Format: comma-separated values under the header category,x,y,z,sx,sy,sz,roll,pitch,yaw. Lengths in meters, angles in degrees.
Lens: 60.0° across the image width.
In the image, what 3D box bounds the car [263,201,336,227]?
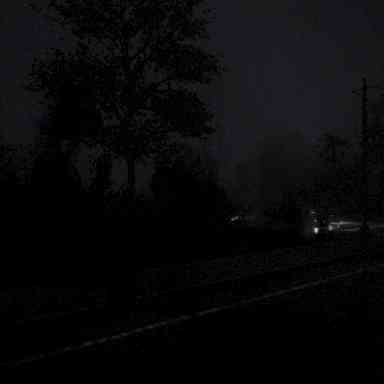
category,x,y,z,sx,sy,sz,roll,pitch,yaw
car,7.352,1.426,23.673,2.097,1.767,4.553,0,-1,-38

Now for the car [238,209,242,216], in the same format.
category,x,y,z,sx,sy,sz,roll,pitch,yaw
car,3.102,1.793,34.240,1.994,1.385,4.181,0,-1,-42
